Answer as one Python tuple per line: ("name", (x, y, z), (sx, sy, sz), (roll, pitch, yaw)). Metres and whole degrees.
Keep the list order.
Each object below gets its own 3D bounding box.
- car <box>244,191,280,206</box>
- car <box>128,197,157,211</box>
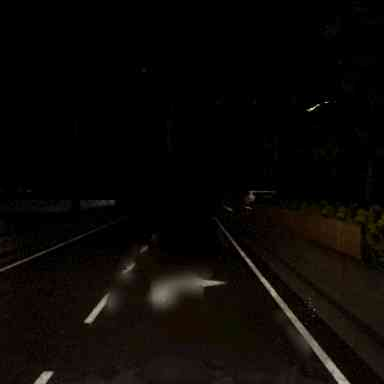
("car", (8.742, 0.883, 37.819), (5.566, 2.045, 2.150), (0, 0, 2))
("car", (-5.781, 1.292, 38.873), (1.882, 1.535, 5.008), (0, 0, -31))
